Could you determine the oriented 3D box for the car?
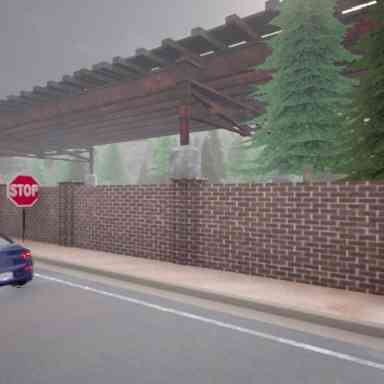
[{"bbox_3d":[-5.618,1.526,7.996,4.674,1.442,1.812,0,0,36],"label":"car"}]
